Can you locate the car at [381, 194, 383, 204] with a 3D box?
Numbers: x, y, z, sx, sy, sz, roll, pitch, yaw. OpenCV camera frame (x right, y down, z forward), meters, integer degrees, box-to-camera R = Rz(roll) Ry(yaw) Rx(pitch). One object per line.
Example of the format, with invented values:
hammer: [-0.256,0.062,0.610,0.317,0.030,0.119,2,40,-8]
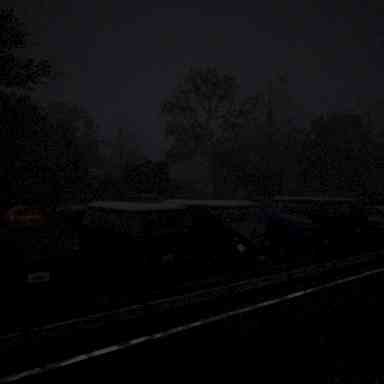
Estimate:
car: [30.731,1.015,48.609,2.231,1.521,4.892,-1,0,-36]

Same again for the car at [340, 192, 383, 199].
car: [11.957,1.076,19.089,2.435,2.045,5.566,-1,0,-36]

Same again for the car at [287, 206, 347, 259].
car: [2.822,1.438,12.590,2.097,1.535,5.008,-1,0,-36]

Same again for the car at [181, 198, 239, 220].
car: [1.368,1.364,27.640,2.097,1.535,5.008,-1,0,-36]

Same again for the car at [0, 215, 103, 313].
car: [-4.042,1.540,7.727,2.163,1.488,4.792,-1,0,-36]

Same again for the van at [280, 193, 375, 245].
van: [5.030,1.185,14.318,1.878,1.987,4.442,-1,0,-36]

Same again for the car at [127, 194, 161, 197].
car: [-3.131,1.168,24.383,2.435,2.045,5.566,-1,0,-36]

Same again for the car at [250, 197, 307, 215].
car: [8.253,1.279,32.325,1.946,1.575,5.366,-1,0,-36]

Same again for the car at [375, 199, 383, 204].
car: [9.769,1.352,17.333,1.946,1.575,5.366,-1,0,-36]

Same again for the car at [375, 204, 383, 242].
car: [7.379,1.423,15.856,2.002,1.452,4.674,-1,0,-36]

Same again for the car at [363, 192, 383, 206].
car: [26.192,0.940,45.411,2.185,1.767,4.553,-1,0,-36]

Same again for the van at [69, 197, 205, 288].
van: [-1.813,1.262,9.427,1.878,1.987,4.442,-1,0,-36]

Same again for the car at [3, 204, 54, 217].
car: [-10.029,1.491,19.716,1.946,1.575,5.366,-1,0,-36]

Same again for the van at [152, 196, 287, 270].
van: [0.601,1.239,10.866,1.878,1.987,4.442,-1,0,-36]

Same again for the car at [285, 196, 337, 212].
car: [12.680,1.257,35.681,2.163,1.488,4.792,-1,0,-36]

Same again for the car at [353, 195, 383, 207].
car: [23.955,1.132,43.771,2.002,1.452,4.674,-1,0,-36]

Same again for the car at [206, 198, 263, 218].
car: [3.626,1.338,29.255,2.231,1.521,4.892,-1,0,-36]

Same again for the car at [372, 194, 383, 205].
car: [28.466,1.040,47.005,2.097,1.535,5.008,-1,0,-36]

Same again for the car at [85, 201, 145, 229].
car: [-5.399,1.448,22.790,2.231,1.521,4.892,-1,0,-36]

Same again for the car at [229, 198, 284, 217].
car: [5.871,1.339,30.887,2.163,1.488,4.792,-1,0,-36]

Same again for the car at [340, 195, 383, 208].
car: [21.698,1.119,42.155,2.097,1.535,5.008,-1,0,-36]

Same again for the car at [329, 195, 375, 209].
car: [19.438,1.186,40.542,2.002,1.452,4.674,-1,0,-36]

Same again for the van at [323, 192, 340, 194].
van: [17.108,0.947,39.024,1.878,1.987,4.442,-1,0,-36]

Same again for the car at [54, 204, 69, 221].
car: [-7.659,1.472,21.176,2.097,1.535,5.008,-1,0,-36]
